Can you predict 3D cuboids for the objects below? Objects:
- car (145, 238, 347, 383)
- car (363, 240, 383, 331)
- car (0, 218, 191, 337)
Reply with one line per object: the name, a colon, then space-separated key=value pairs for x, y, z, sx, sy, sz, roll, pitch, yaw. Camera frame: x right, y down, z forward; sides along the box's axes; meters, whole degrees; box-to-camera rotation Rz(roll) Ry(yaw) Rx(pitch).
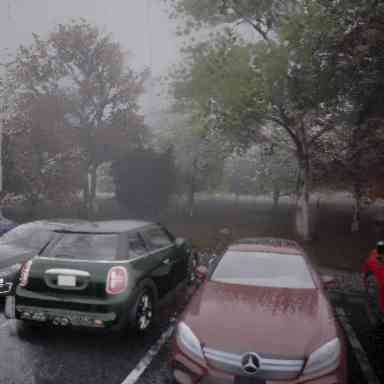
car: x=1.137 y=1.525 z=5.293 sx=2.002 sy=1.452 sz=4.674 roll=1 pitch=-1 yaw=15
car: x=3.560 y=1.236 z=3.603 sx=2.435 sy=2.045 sz=5.566 roll=0 pitch=-1 yaw=15
car: x=-1.309 y=1.359 z=6.975 sx=2.185 sy=1.767 sz=4.553 roll=0 pitch=-1 yaw=15
